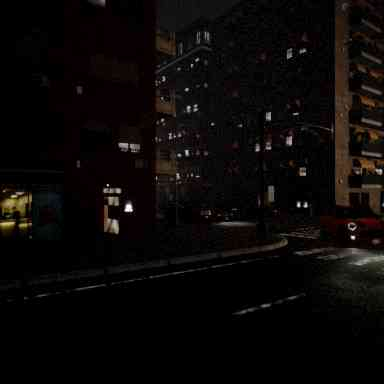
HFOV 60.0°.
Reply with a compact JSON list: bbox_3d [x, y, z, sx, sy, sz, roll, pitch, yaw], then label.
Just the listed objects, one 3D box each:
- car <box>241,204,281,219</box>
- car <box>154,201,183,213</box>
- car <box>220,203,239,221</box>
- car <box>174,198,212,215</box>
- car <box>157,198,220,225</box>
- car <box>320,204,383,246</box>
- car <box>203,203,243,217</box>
[{"bbox_3d":[6.621,1.844,32.157,1.802,1.307,4.206,-1,0,-36],"label":"car"},{"bbox_3d":[-3.262,2.025,45.623,2.008,1.369,4.403,-1,0,-36],"label":"car"},{"bbox_3d":[1.305,1.827,29.412,2.033,1.411,5.357,0,-1,-36],"label":"car"},{"bbox_3d":[0.027,1.718,41.135,2.192,1.841,5.009,-1,0,-36],"label":"car"},{"bbox_3d":[-0.376,1.586,27.068,2.192,1.841,5.009,-1,0,-36],"label":"car"},{"bbox_3d":[7.604,1.435,15.571,2.097,1.767,4.553,-1,-1,6],"label":"car"},{"bbox_3d":[3.327,1.899,36.645,1.947,1.339,4.313,-1,0,-36],"label":"car"}]
